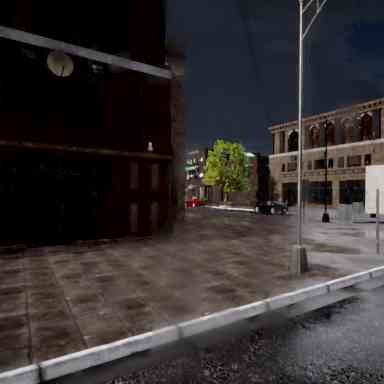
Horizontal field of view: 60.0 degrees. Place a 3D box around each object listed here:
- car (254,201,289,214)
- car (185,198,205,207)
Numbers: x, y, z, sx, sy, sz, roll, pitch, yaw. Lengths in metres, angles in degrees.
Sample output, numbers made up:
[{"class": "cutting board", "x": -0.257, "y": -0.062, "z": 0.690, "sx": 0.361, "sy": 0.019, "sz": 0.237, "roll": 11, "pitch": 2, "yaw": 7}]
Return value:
[{"class": "car", "x": 8.500, "y": 1.624, "z": 35.983, "sx": 2.008, "sy": 1.369, "sz": 4.403, "roll": 1, "pitch": -1, "yaw": -27}, {"class": "car", "x": 0.422, "y": 1.621, "z": 51.459, "sx": 1.887, "sy": 1.381, "sz": 4.507, "roll": 1, "pitch": -1, "yaw": -27}]
